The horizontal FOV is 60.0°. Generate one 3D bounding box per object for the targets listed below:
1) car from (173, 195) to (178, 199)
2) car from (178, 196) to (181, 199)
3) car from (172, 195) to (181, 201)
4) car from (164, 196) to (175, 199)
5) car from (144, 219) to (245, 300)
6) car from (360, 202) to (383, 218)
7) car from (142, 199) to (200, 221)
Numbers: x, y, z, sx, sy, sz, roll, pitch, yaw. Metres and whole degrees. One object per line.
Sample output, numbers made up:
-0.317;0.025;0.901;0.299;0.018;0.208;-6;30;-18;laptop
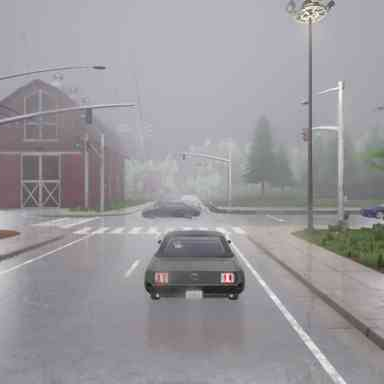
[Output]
-3.611;1.505;52.171;1.837;1.490;4.892;0;0;0;car
-3.584;1.504;62.243;1.837;1.490;4.892;0;0;0;car
-3.527;1.449;76.715;1.895;1.301;4.718;0;0;0;car
-3.614;1.564;42.150;1.994;1.385;4.181;0;0;0;car
0.063;1.601;8.339;1.895;1.301;4.718;0;0;0;car
16.429;1.451;27.157;5.008;1.535;1.882;0;0;-1;car
-1.656;1.515;26.825;4.674;1.442;1.812;0;0;-1;car
